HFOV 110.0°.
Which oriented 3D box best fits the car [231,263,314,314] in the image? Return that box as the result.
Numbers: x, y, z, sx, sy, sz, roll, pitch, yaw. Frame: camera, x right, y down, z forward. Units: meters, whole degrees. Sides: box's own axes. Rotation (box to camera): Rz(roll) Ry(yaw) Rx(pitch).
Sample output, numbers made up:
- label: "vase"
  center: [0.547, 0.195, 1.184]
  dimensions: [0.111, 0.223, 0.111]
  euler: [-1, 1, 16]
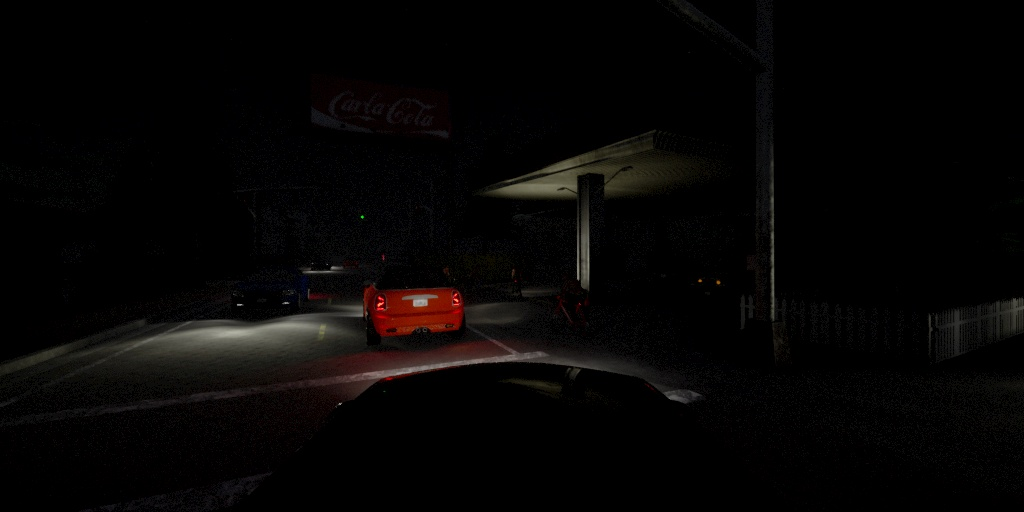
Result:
- label: "car"
  center: [-8.880, 1.146, 13.525]
  dimensions: [1.882, 1.535, 5.008]
  euler: [1, -1, -25]

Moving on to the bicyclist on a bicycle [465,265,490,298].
- label: "bicyclist on a bicycle"
  center: [-1.853, 1.265, 17.912]
  dimensions: [1.656, 1.620, 0.582]
  euler: [1, 0, -23]

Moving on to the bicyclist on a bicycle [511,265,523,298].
- label: "bicyclist on a bicycle"
  center: [0.252, 1.270, 18.092]
  dimensions: [0.582, 1.620, 1.656]
  euler: [0, 0, 14]

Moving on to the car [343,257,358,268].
- label: "car"
  center: [-25.386, 0.948, 56.331]
  dimensions: [2.097, 1.767, 4.553]
  euler: [0, 0, -26]

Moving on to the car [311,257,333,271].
- label: "car"
  center: [-24.746, 0.967, 46.478]
  dimensions: [2.097, 1.767, 4.553]
  euler: [0, 0, -25]

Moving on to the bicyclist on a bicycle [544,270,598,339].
- label: "bicyclist on a bicycle"
  center: [1.450, 1.180, 8.915]
  dimensions: [0.582, 1.620, 1.656]
  euler: [3, -2, -44]

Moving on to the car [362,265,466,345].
- label: "car"
  center: [-2.779, 1.001, 9.478]
  dimensions: [2.097, 1.767, 4.553]
  euler: [0, 0, -24]

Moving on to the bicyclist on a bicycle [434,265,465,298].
- label: "bicyclist on a bicycle"
  center: [-3.117, 1.235, 16.490]
  dimensions: [1.656, 1.620, 0.582]
  euler: [1, 0, 35]
